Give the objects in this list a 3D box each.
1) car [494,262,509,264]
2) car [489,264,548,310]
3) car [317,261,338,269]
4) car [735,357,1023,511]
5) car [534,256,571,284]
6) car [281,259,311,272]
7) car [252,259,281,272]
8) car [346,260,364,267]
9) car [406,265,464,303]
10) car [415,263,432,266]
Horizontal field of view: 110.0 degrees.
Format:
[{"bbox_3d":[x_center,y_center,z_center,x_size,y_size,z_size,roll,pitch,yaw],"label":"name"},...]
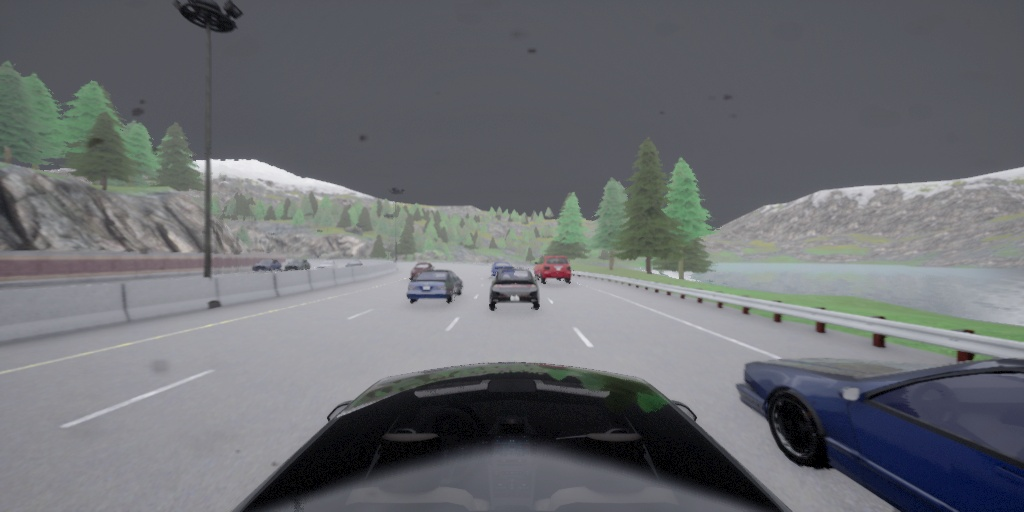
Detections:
[{"bbox_3d":[-1.028,1.285,33.902,1.882,1.535,5.008,0,0,-6],"label":"car"},{"bbox_3d":[0.074,1.266,14.906,2.128,1.511,4.902,0,0,-1],"label":"car"},{"bbox_3d":[-25.509,1.361,49.841,1.812,1.442,4.674,0,0,-14],"label":"car"},{"bbox_3d":[3.600,1.298,1.819,2.033,1.411,5.357,0,0,0],"label":"car"},{"bbox_3d":[3.069,1.020,27.972,2.150,2.045,5.566,0,0,-5],"label":"car"},{"bbox_3d":[-28.680,1.185,48.142,2.097,1.767,4.553,0,0,-13],"label":"car"},{"bbox_3d":[-31.995,1.183,47.020,2.097,1.767,4.553,0,0,-13],"label":"car"},{"bbox_3d":[-22.098,1.363,50.670,1.812,1.442,4.674,0,0,-14],"label":"car"},{"bbox_3d":[-3.445,1.325,16.815,2.033,1.411,5.357,0,0,-1],"label":"car"},{"bbox_3d":[-7.887,1.330,32.087,1.812,1.442,4.674,0,0,-6],"label":"car"}]
